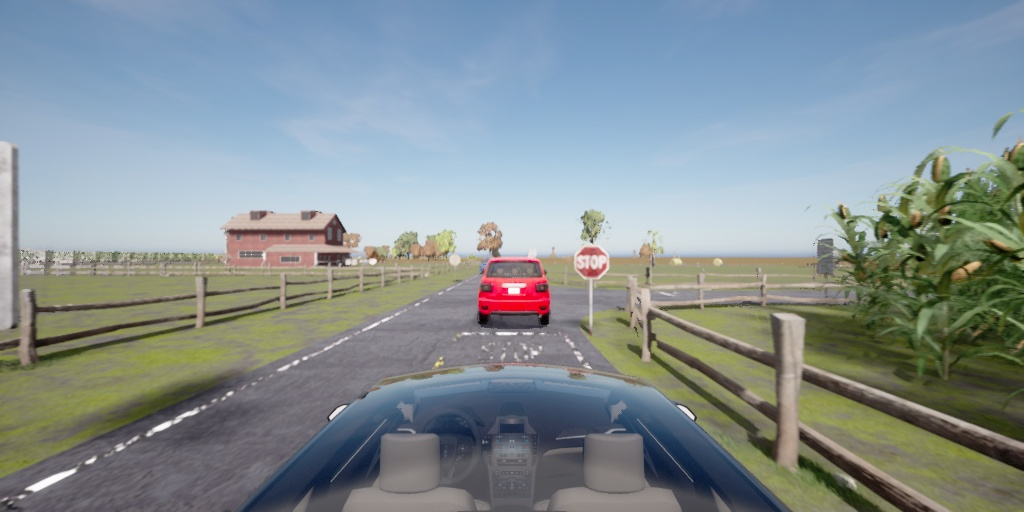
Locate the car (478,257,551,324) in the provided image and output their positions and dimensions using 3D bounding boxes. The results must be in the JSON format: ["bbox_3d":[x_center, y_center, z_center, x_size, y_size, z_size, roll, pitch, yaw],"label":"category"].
[{"bbox_3d":[0.075,1.069,12.532,2.150,2.045,5.566,0,0,0],"label":"car"}]

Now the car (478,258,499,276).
[{"bbox_3d":[-2.828,1.312,44.609,2.150,2.045,5.566,0,0,0],"label":"car"}]

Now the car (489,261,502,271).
[{"bbox_3d":[-2.783,1.691,61.164,1.882,1.535,5.008,0,-1,0],"label":"car"}]

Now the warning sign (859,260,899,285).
[{"bbox_3d":[15.871,1.092,15.878,1.060,1.860,1.300,0,0,0],"label":"warning sign"}]
